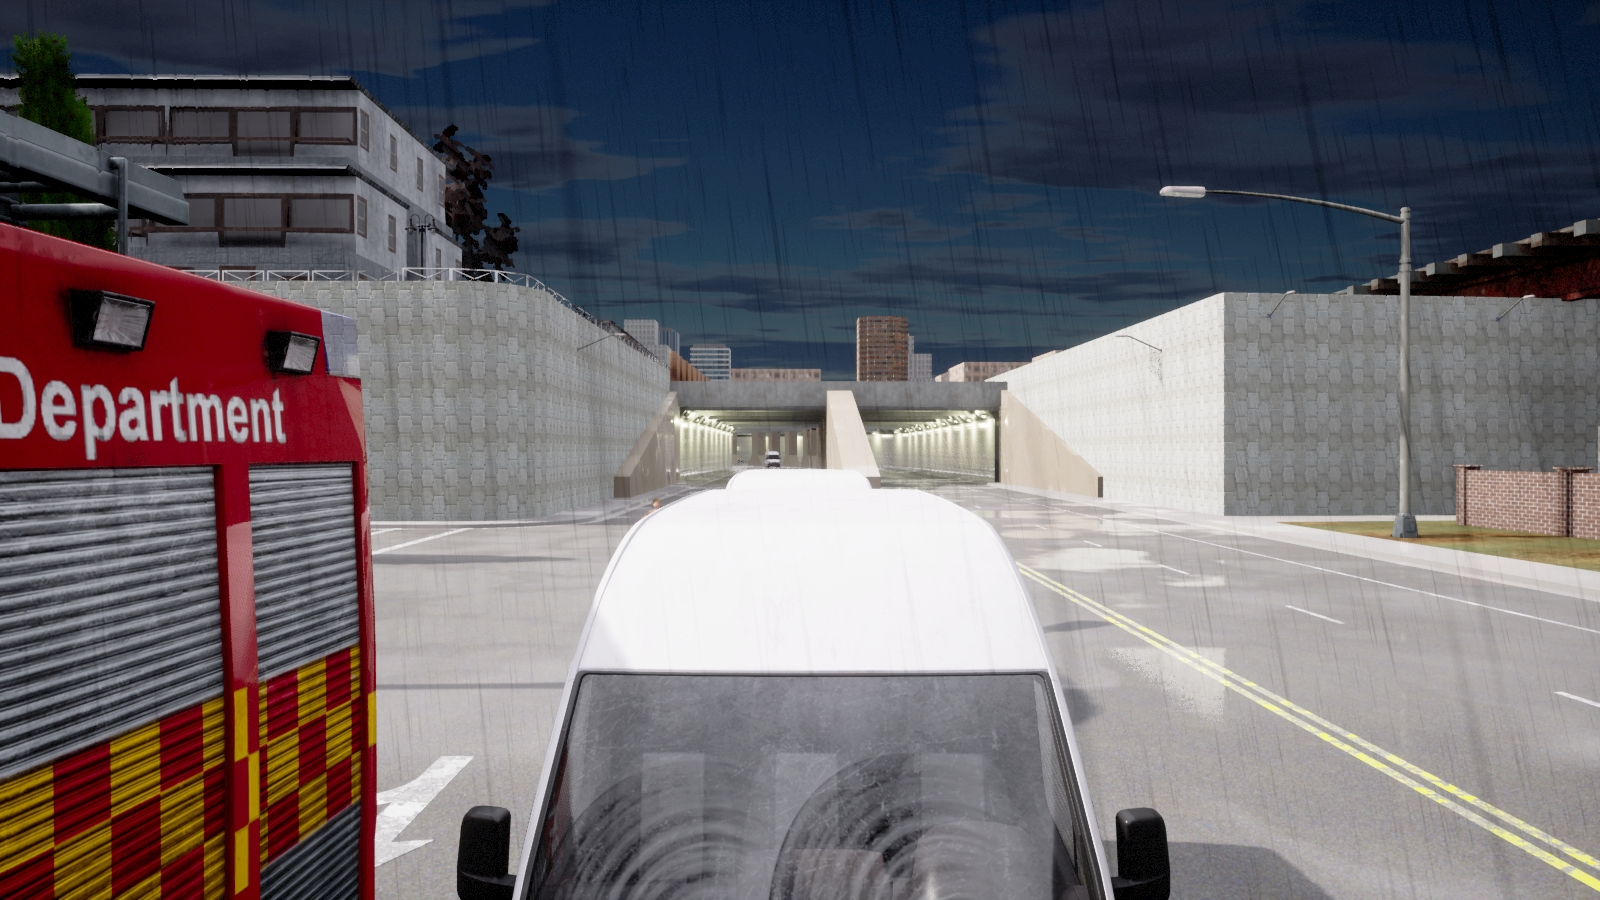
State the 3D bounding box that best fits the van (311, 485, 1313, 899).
[{"bbox_3d":[0.047,1.534,5.226,1.988,2.561,5.915,0,0,1],"label":"van"}]
